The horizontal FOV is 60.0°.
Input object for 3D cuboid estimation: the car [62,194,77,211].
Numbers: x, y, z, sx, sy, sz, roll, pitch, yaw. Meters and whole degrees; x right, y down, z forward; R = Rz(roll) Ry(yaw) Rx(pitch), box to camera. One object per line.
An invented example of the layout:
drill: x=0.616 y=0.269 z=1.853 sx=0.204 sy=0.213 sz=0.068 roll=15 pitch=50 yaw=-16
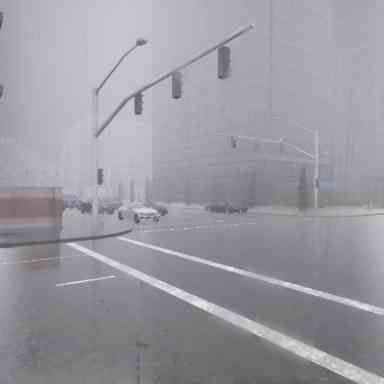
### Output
car: x=-15.670 y=1.221 z=41.870 sx=2.150 sy=2.045 sz=5.566 roll=0 pitch=0 yaw=-36

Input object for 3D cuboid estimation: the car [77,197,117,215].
car: x=-9.476 y=1.352 z=33.222 sx=2.097 sy=1.767 sz=4.553 roll=0 pitch=0 yaw=-36

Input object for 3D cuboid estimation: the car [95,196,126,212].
car: x=-9.740 y=1.352 z=39.598 sx=2.097 sy=1.767 sz=4.553 roll=0 pitch=0 yaw=-36

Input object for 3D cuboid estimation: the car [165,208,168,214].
car: x=-4.360 y=1.547 z=32.085 sx=2.033 sy=1.411 sz=5.357 roll=0 pitch=0 yaw=-36

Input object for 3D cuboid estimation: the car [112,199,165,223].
car: x=-4.250 y=1.526 z=25.923 sx=1.812 sy=1.442 sz=4.674 roll=0 pitch=0 yaw=-36

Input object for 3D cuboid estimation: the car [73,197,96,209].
car: x=-15.370 y=1.526 z=47.479 sx=1.812 sy=1.442 sz=4.674 roll=0 pitch=0 yaw=-35

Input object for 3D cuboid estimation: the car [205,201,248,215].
car: x=3.368 y=1.601 z=33.662 sx=1.895 sy=1.301 sz=4.718 roll=0 pitch=0 yaw=-36
